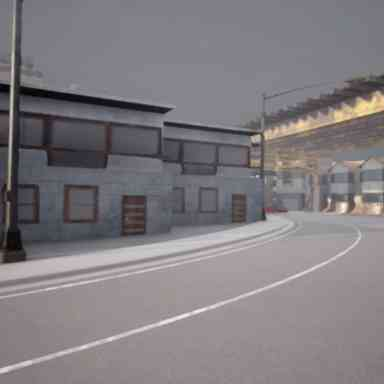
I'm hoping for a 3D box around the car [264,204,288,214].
[{"bbox_3d":[12.945,2.609,51.633,1.882,1.535,5.008,2,-2,-19],"label":"car"}]
